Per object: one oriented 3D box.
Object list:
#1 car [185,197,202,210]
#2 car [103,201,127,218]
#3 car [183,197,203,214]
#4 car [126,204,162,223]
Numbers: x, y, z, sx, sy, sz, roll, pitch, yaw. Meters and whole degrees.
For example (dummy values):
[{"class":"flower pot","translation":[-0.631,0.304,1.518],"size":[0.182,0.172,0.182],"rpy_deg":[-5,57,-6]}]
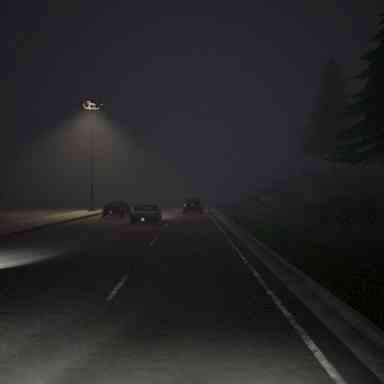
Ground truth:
[{"class":"car","translation":[0.271,1.491,44.578],"size":[2.128,1.511,4.902],"rpy_deg":[0,0,2]},{"class":"car","translation":[-6.897,1.525,30.587],"size":[1.812,1.442,4.674],"rpy_deg":[0,0,0]},{"class":"car","translation":[0.101,1.352,35.367],"size":[2.097,1.767,4.553],"rpy_deg":[0,0,0]},{"class":"car","translation":[-3.397,1.600,25.166],"size":[1.895,1.301,4.718],"rpy_deg":[0,0,0]}]
